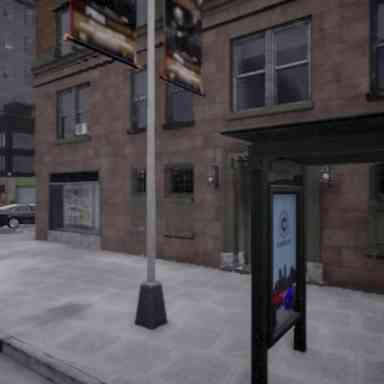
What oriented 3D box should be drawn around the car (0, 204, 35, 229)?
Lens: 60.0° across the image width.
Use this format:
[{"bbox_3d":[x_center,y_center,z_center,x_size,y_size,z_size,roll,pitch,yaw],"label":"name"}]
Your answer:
[{"bbox_3d":[-10.943,1.561,22.315,1.837,1.490,4.892,0,0,35],"label":"car"}]
